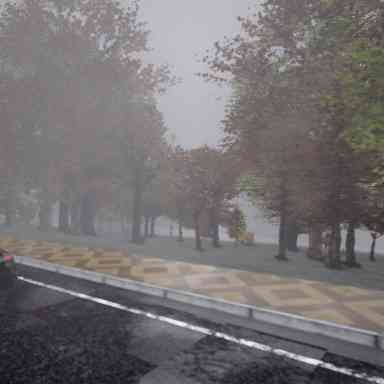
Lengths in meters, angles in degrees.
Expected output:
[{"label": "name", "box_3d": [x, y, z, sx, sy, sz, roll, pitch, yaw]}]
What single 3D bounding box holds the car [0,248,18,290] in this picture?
[{"label": "car", "box_3d": [-6.034, 1.602, 7.974, 4.181, 1.385, 1.994, 0, 0, 36]}]
